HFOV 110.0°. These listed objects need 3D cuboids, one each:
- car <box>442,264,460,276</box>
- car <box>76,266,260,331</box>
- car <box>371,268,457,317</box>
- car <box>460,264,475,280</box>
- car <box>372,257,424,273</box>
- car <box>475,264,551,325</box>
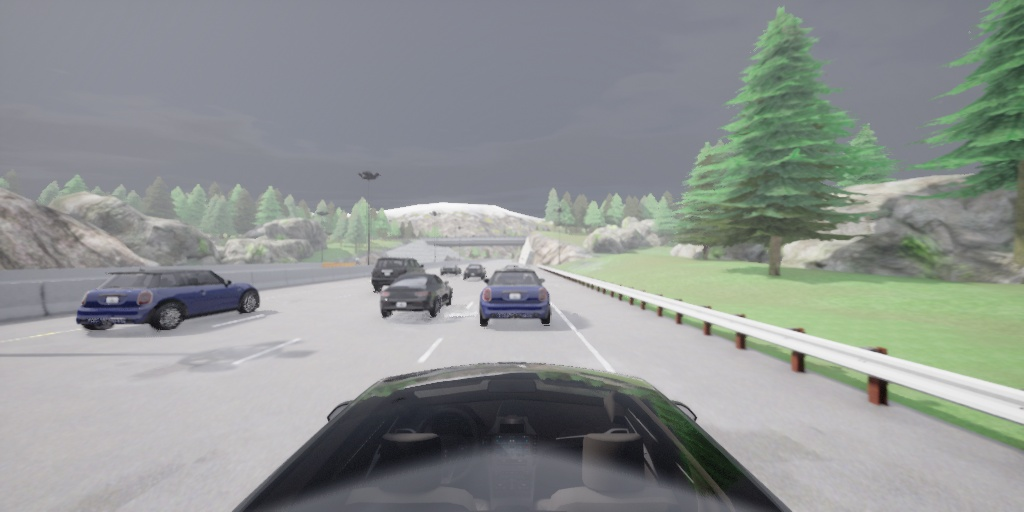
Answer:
[{"bbox_3d":[-6.979,1.599,41.377,1.895,1.301,4.718,0,0,0],"label":"car"},{"bbox_3d":[-10.417,1.180,11.467,2.097,1.767,4.553,0,0,0],"label":"car"},{"bbox_3d":[-3.420,1.351,13.372,1.812,1.442,4.674,0,0,0],"label":"car"},{"bbox_3d":[-3.477,1.474,34.050,1.812,1.442,4.674,0,0,0],"label":"car"},{"bbox_3d":[-6.940,1.108,22.604,2.150,2.045,5.566,0,0,0],"label":"car"},{"bbox_3d":[0.082,1.164,12.195,2.097,1.767,4.553,0,0,0],"label":"car"}]
